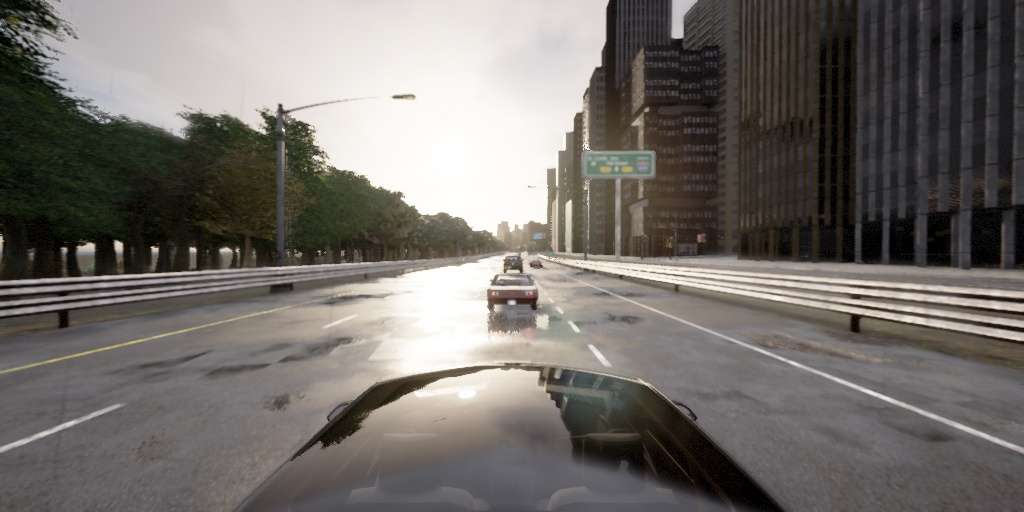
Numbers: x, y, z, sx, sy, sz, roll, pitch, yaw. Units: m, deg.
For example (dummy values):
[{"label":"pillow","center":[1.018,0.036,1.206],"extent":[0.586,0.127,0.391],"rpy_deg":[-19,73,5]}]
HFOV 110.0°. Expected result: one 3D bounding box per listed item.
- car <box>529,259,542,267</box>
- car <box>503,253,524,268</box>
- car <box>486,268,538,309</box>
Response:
[{"label":"car","center":[3.942,1.163,60.683],"extent":[1.994,1.385,4.181],"rpy_deg":[0,0,1]},{"label":"car","center":[0.144,0.928,40.951],"extent":[2.150,2.045,5.566],"rpy_deg":[0,0,0]},{"label":"car","center":[0.011,1.352,14.908],"extent":[1.895,1.301,4.718],"rpy_deg":[0,0,0]}]
